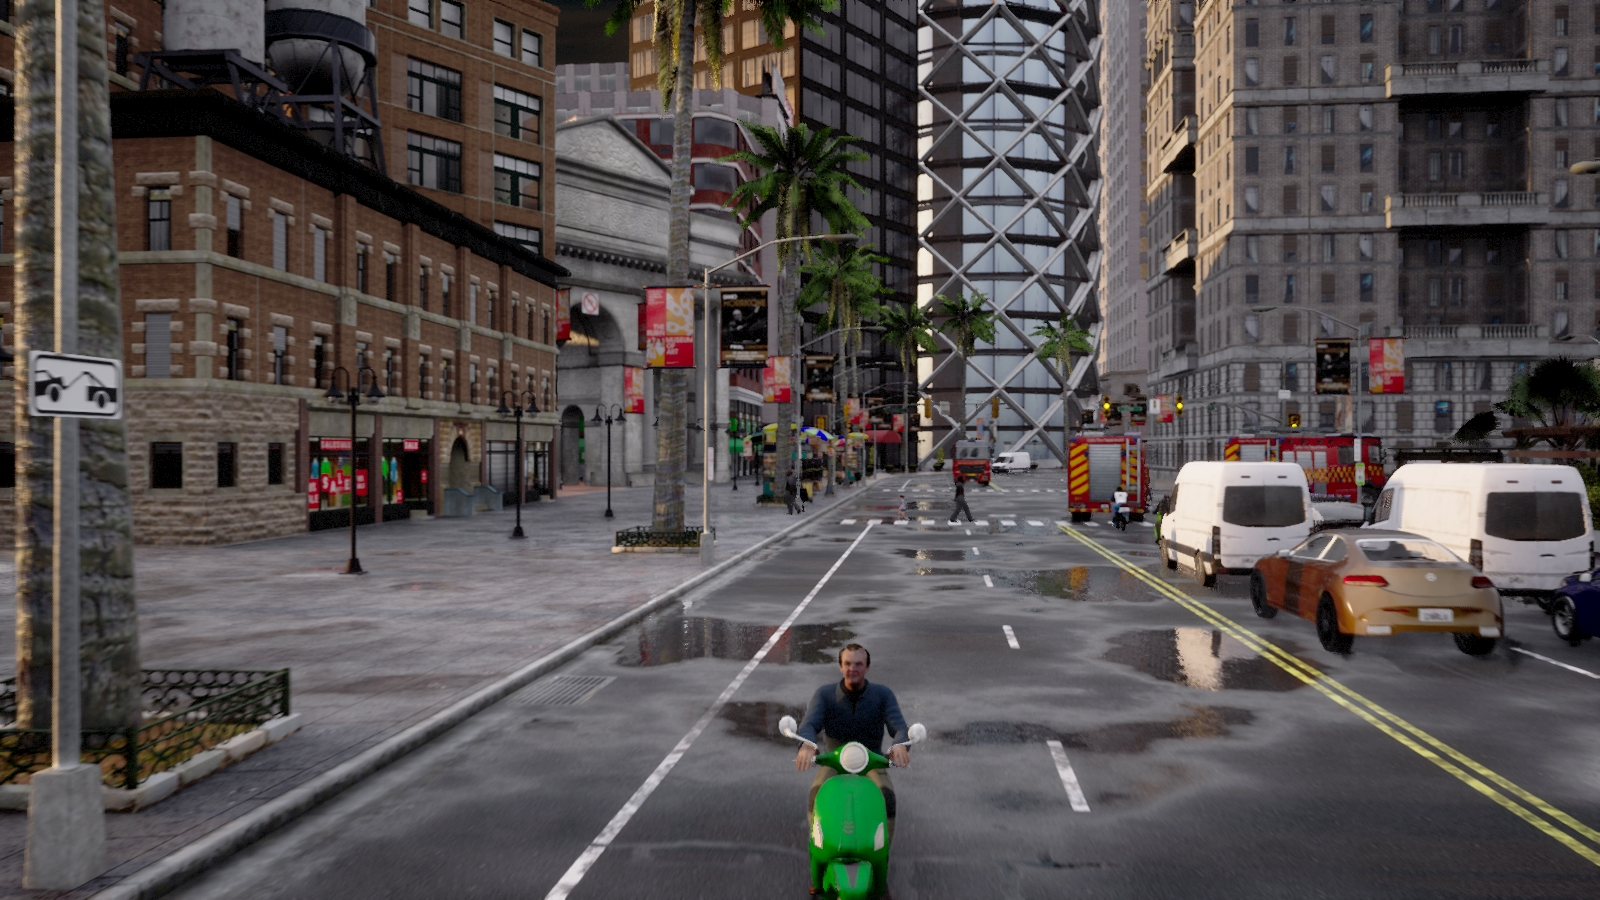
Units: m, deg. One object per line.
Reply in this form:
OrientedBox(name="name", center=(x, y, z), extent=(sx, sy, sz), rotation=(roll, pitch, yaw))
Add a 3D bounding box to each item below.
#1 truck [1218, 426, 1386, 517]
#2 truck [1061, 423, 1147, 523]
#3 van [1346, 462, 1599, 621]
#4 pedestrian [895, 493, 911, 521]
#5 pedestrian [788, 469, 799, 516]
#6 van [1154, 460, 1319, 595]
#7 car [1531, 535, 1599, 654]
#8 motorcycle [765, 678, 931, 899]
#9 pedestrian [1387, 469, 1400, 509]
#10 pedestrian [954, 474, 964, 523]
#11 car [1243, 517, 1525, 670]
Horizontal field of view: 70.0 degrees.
OrientedBox(name="truck", center=(22.712, 0.894, 51.452), extent=(8.468, 3.827, 2.891), rotation=(0, 0, -34))
OrientedBox(name="truck", center=(13.003, 0.892, 48.427), extent=(2.891, 3.827, 8.468), rotation=(0, 0, 19))
OrientedBox(name="van", center=(12.537, 1.536, 21.832), extent=(1.988, 2.561, 5.915), rotation=(0, 0, 7))
OrientedBox(name="pedestrian", center=(4.031, 2.229, 44.765), extent=(0.500, 1.100, 0.500), rotation=(0, 0, -12))
OrientedBox(name="pedestrian", center=(-0.265, 1.696, 46.011), extent=(0.375, 1.860, 0.375), rotation=(0, 0, 9))
OrientedBox(name="van", center=(9.403, 1.536, 25.191), extent=(1.988, 2.561, 5.915), rotation=(0, 0, 7))
OrientedBox(name="car", center=(11.834, 2.040, 15.458), extent=(1.845, 1.501, 3.633), rotation=(0, 0, 6))
OrientedBox(name="motorcycle", center=(0.318, 2.182, 6.879), extent=(0.856, 1.236, 1.805), rotation=(1, 0, 5))
OrientedBox(name="pedestrian", center=(28.051, 1.853, 53.979), extent=(0.375, 1.860, 0.375), rotation=(0, 0, -13))
OrientedBox(name="pedestrian", center=(6.059, 1.849, 43.452), extent=(0.375, 1.860, 0.375), rotation=(0, 0, 7))
OrientedBox(name="car", center=(8.509, 1.993, 17.278), extent=(2.152, 1.651, 5.027), rotation=(0, 0, 6))
